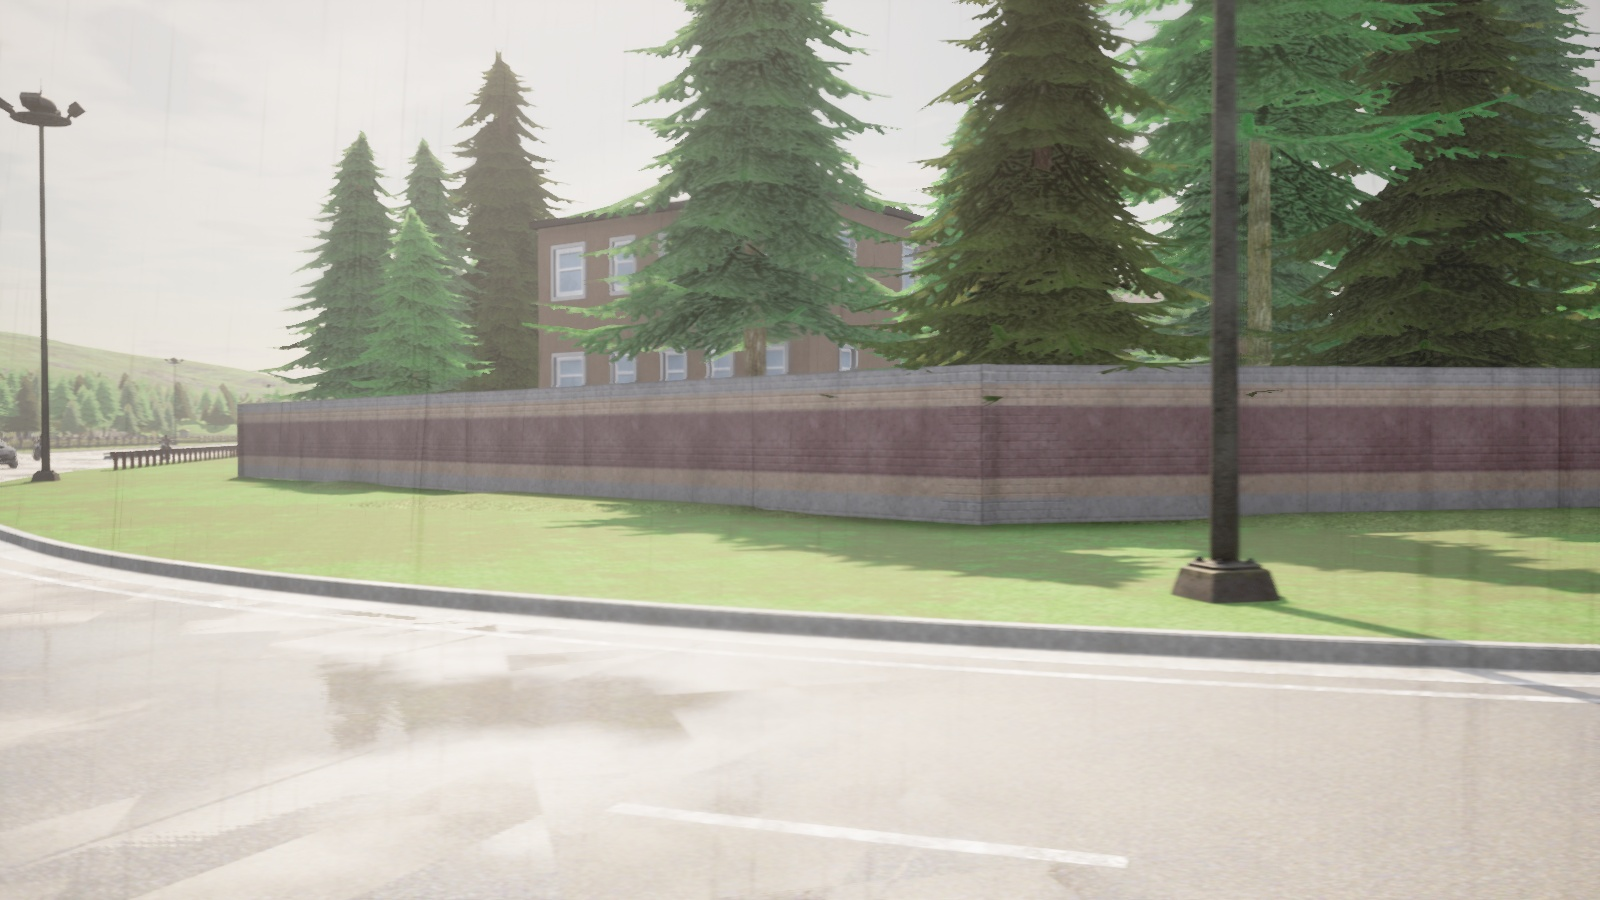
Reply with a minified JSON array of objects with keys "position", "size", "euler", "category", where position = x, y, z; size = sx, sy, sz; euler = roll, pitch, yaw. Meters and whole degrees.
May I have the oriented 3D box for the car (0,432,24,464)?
[{"position":[-37.890,-0.106,58.423],"size":[1.812,1.442,4.674],"euler":[0,1,-15],"category":"car"}]
